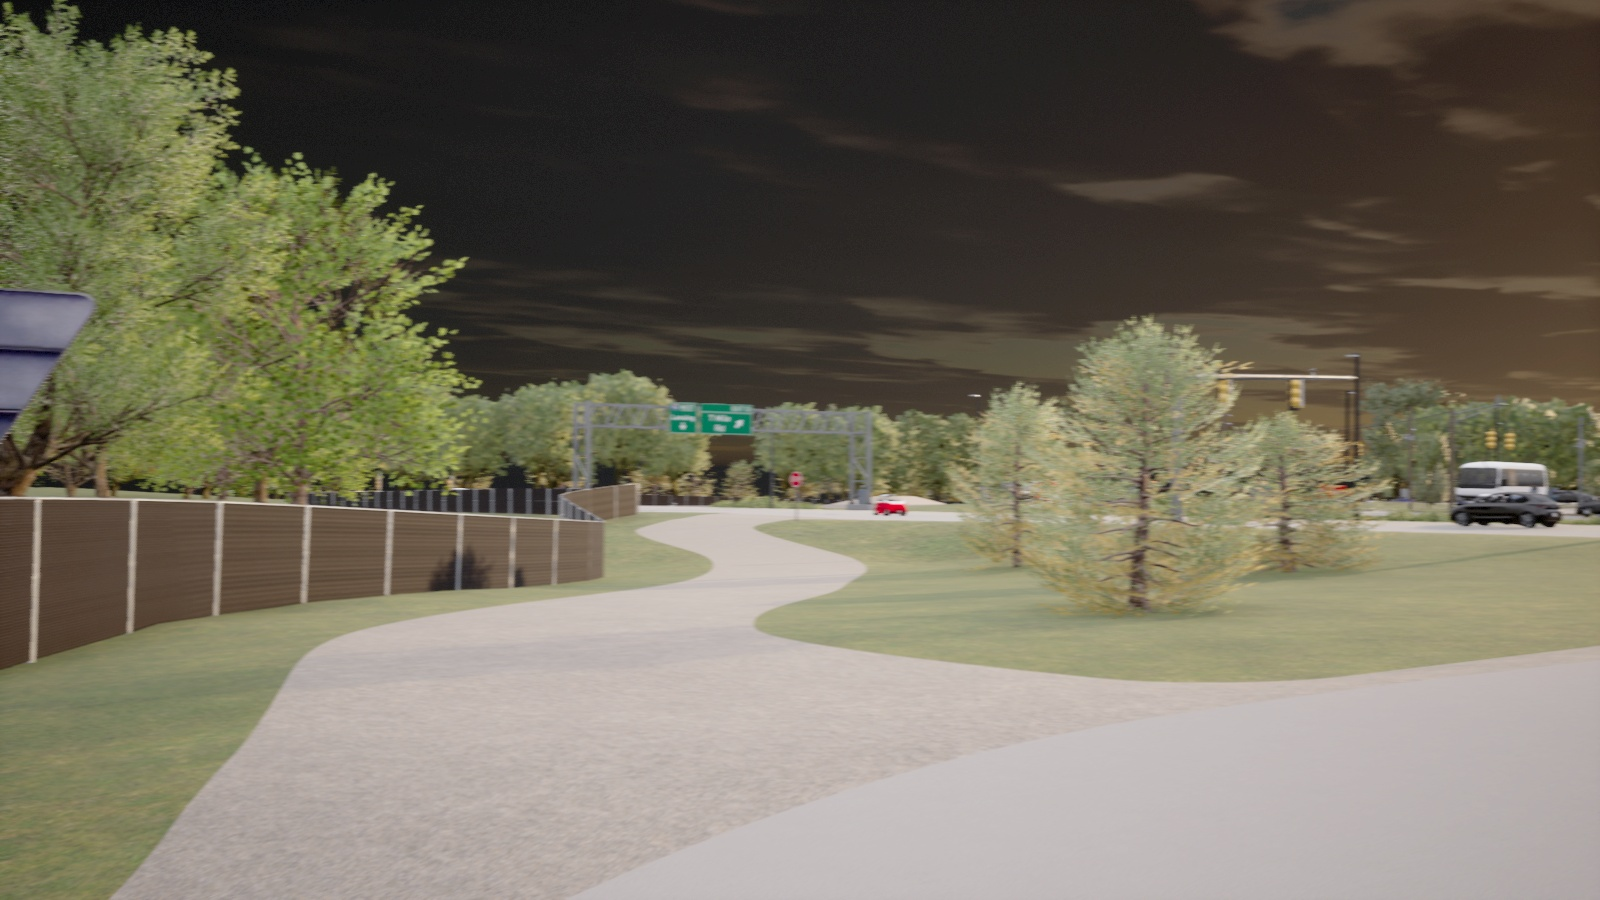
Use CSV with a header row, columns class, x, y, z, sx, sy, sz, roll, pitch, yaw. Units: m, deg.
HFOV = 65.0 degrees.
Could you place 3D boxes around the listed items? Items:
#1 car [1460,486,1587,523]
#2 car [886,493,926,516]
class,x,y,z,sx,sy,sz,roll,pitch,yaw
car,30.107,2.261,52.364,1.816,1.474,4.193,1,-2,-31
car,6.617,3.410,78.376,1.481,1.376,2.207,1,-3,-31
